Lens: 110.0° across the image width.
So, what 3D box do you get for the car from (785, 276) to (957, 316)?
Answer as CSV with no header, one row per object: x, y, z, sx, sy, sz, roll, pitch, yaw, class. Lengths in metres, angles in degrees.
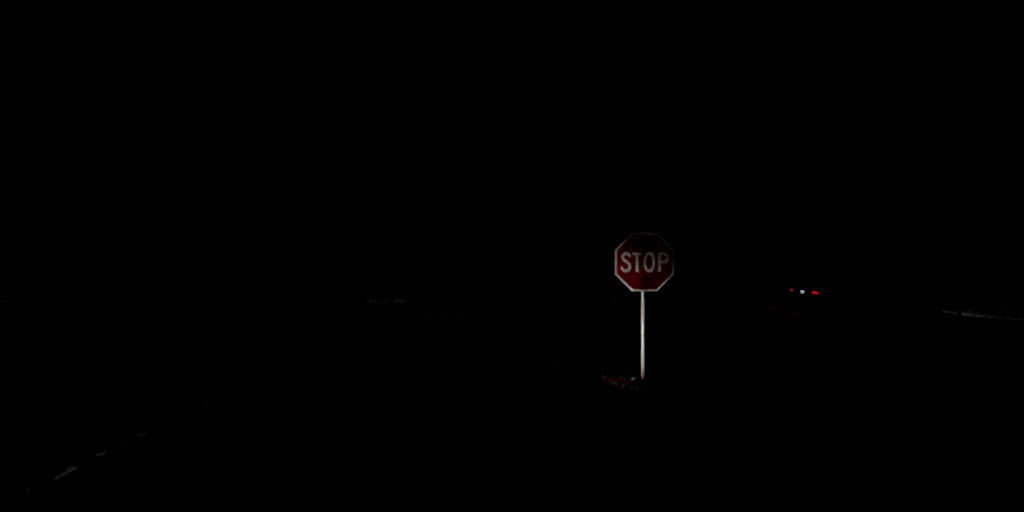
14.066,1.513,14.228,5.357,1.411,2.033,1,0,1,car
